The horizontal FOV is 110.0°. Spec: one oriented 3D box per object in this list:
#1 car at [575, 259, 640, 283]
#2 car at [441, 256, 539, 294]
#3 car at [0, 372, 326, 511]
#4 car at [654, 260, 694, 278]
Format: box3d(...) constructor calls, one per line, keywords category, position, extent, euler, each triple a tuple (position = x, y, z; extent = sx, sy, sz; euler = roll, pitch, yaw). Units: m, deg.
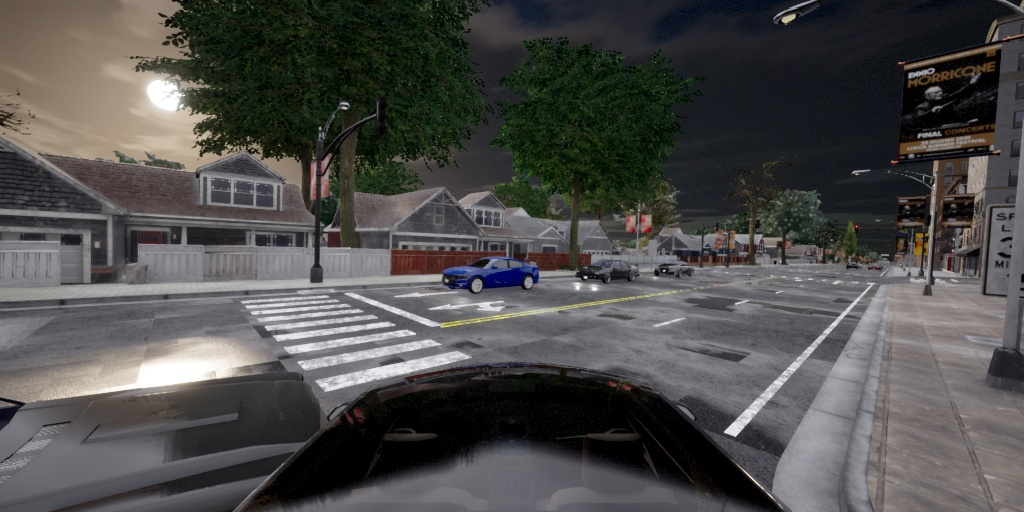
box3d(category="car", position=(6.393, 0.927, 23.424), extent=(5.357, 1.411, 2.033), euler=(1, 2, -43))
box3d(category="car", position=(-0.881, 0.778, 16.618), extent=(5.008, 1.535, 1.882), euler=(1, 2, -43))
box3d(category="car", position=(-3.317, 1.273, 1.470), extent=(4.718, 1.301, 1.895), euler=(1, 2, -33))
box3d(category="car", position=(13.698, 1.027, 30.232), extent=(4.181, 1.385, 1.994), euler=(1, 2, -43))
